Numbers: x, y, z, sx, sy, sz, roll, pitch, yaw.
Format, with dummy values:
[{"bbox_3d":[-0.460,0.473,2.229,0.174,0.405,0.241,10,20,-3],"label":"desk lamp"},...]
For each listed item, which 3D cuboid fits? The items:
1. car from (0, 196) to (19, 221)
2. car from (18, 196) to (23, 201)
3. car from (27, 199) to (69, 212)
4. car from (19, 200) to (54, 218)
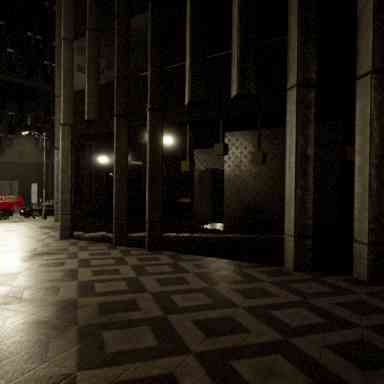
[{"bbox_3d":[-17.118,1.463,26.616,2.192,1.841,5.009,1,0,35],"label":"car"},{"bbox_3d":[-20.818,1.353,36.152,2.192,1.841,5.009,1,0,35],"label":"car"},{"bbox_3d":[-17.566,1.633,40.761,1.947,1.339,4.313,1,0,35],"label":"car"},{"bbox_3d":[-13.865,1.742,31.226,1.947,1.339,4.313,1,0,35],"label":"car"}]
